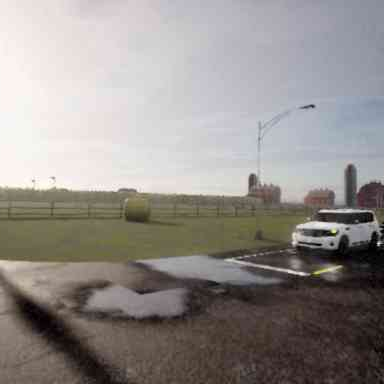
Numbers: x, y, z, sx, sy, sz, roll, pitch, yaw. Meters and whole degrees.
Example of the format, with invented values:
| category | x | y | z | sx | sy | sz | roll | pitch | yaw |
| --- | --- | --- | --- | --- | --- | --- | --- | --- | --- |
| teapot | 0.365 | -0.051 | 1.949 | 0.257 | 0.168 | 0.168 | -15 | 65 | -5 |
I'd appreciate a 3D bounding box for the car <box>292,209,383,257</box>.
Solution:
| category | x | y | z | sx | sy | sz | roll | pitch | yaw |
| --- | --- | --- | --- | --- | --- | --- | --- | --- | --- |
| car | 7.206 | 1.857 | 16.278 | 5.566 | 2.045 | 2.150 | 3 | -3 | -40 |
